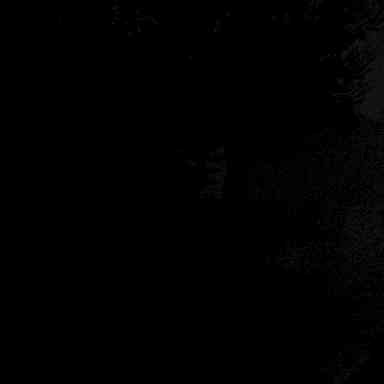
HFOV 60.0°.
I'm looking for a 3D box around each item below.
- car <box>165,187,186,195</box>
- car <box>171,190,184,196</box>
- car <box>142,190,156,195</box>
[{"bbox_3d":[-4.681,-0.224,93.160,5.566,2.045,2.435,3,1,-4],"label":"car"},{"bbox_3d":[-3.014,0.119,49.932,1.994,1.385,4.181,6,-5,-15],"label":"car"},{"bbox_3d":[-10.302,-0.517,73.123,5.566,2.045,2.435,3,0,-5],"label":"car"}]
